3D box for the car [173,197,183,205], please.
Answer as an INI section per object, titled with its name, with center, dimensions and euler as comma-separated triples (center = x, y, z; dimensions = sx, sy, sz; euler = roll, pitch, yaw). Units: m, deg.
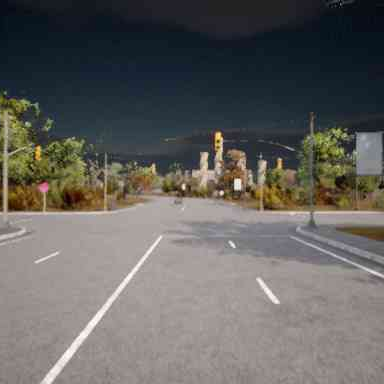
[car]
center = -3.028, 1.978, 72.745
dimensions = 1.837, 1.490, 4.892
euler = 0, 0, 0
